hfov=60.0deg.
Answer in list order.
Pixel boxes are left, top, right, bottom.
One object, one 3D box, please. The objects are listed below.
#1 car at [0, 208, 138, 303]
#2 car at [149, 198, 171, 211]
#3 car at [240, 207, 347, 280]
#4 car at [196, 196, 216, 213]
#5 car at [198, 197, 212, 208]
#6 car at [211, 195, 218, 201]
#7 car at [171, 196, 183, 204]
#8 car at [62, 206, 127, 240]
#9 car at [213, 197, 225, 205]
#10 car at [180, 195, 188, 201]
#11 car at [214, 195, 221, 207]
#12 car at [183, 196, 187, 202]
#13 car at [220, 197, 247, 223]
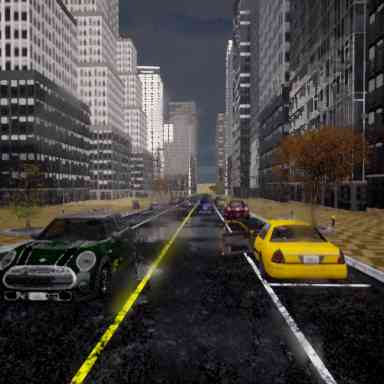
[{"bbox_3d":[-2.794,1.350,8.439,2.097,1.767,4.553,0,0,2],"label":"car"},{"bbox_3d":[-4.165,1.556,40.331,2.008,1.369,4.403,-1,0,2],"label":"car"},{"bbox_3d":[2.714,1.454,9.858,1.801,1.575,5.366,0,0,2],"label":"car"},{"bbox_3d":[1.514,1.530,37.603,1.812,1.442,4.674,0,0,2],"label":"car"},{"bbox_3d":[1.921,1.514,48.700,1.837,1.490,4.892,0,0,3],"label":"car"},{"bbox_3d":[6.171,1.575,90.763,1.752,1.417,4.829,-1,0,2],"label":"car"},{"bbox_3d":[-3.298,1.460,62.814,1.967,1.590,4.097,-1,0,2],"label":"car"},{"bbox_3d":[-5.035,1.549,17.848,2.008,1.369,4.403,-1,0,2],"label":"car"},{"bbox_3d":[5.079,1.586,62.490,1.947,1.339,4.313,-1,0,2],"label":"car"},{"bbox_3d":[-2.209,1.632,90.917,1.802,1.307,4.206,-1,0,2],"label":"car"},{"bbox_3d":[4.650,1.537,51.420,1.752,1.417,4.829,-1,0,2],"label":"car"},{"bbox_3d":[-2.644,1.581,79.676,1.887,1.381,4.507,-1,0,2],"label":"car"},{"bbox_3d":[3.772,1.441,28.766,1.967,1.590,4.097,-1,0,2],"label":"car"}]
